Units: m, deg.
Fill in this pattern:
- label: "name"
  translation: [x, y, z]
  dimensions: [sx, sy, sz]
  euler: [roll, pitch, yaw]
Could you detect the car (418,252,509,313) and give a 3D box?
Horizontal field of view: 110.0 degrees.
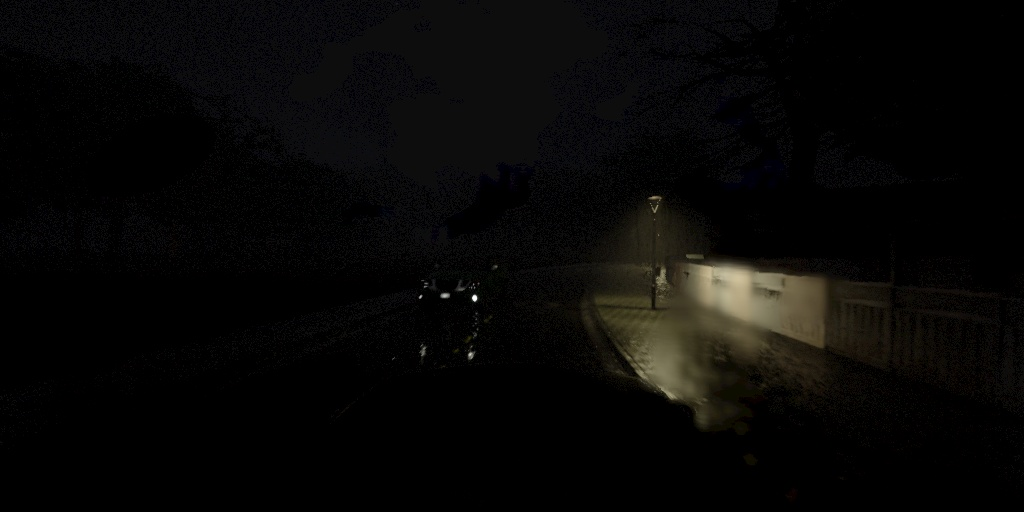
- label: "car"
  translation: [-1.558, 0.854, 13.831]
  dimensions: [2.150, 2.045, 5.566]
  euler: [0, 1, 11]
